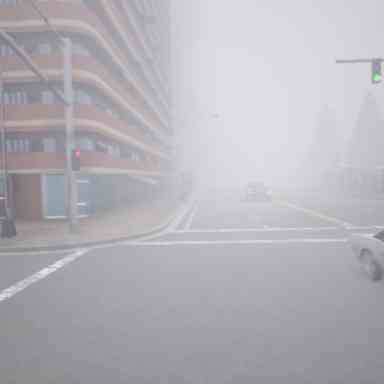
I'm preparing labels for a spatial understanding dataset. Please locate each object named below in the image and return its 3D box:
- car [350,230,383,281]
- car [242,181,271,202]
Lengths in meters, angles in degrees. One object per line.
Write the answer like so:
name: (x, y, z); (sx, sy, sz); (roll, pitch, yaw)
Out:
car: (4.481, 1.226, 5.471); (1.895, 1.301, 4.718); (-2, 2, 3)
car: (5.756, -0.098, 30.013); (2.097, 1.767, 4.553); (-2, 2, 3)
